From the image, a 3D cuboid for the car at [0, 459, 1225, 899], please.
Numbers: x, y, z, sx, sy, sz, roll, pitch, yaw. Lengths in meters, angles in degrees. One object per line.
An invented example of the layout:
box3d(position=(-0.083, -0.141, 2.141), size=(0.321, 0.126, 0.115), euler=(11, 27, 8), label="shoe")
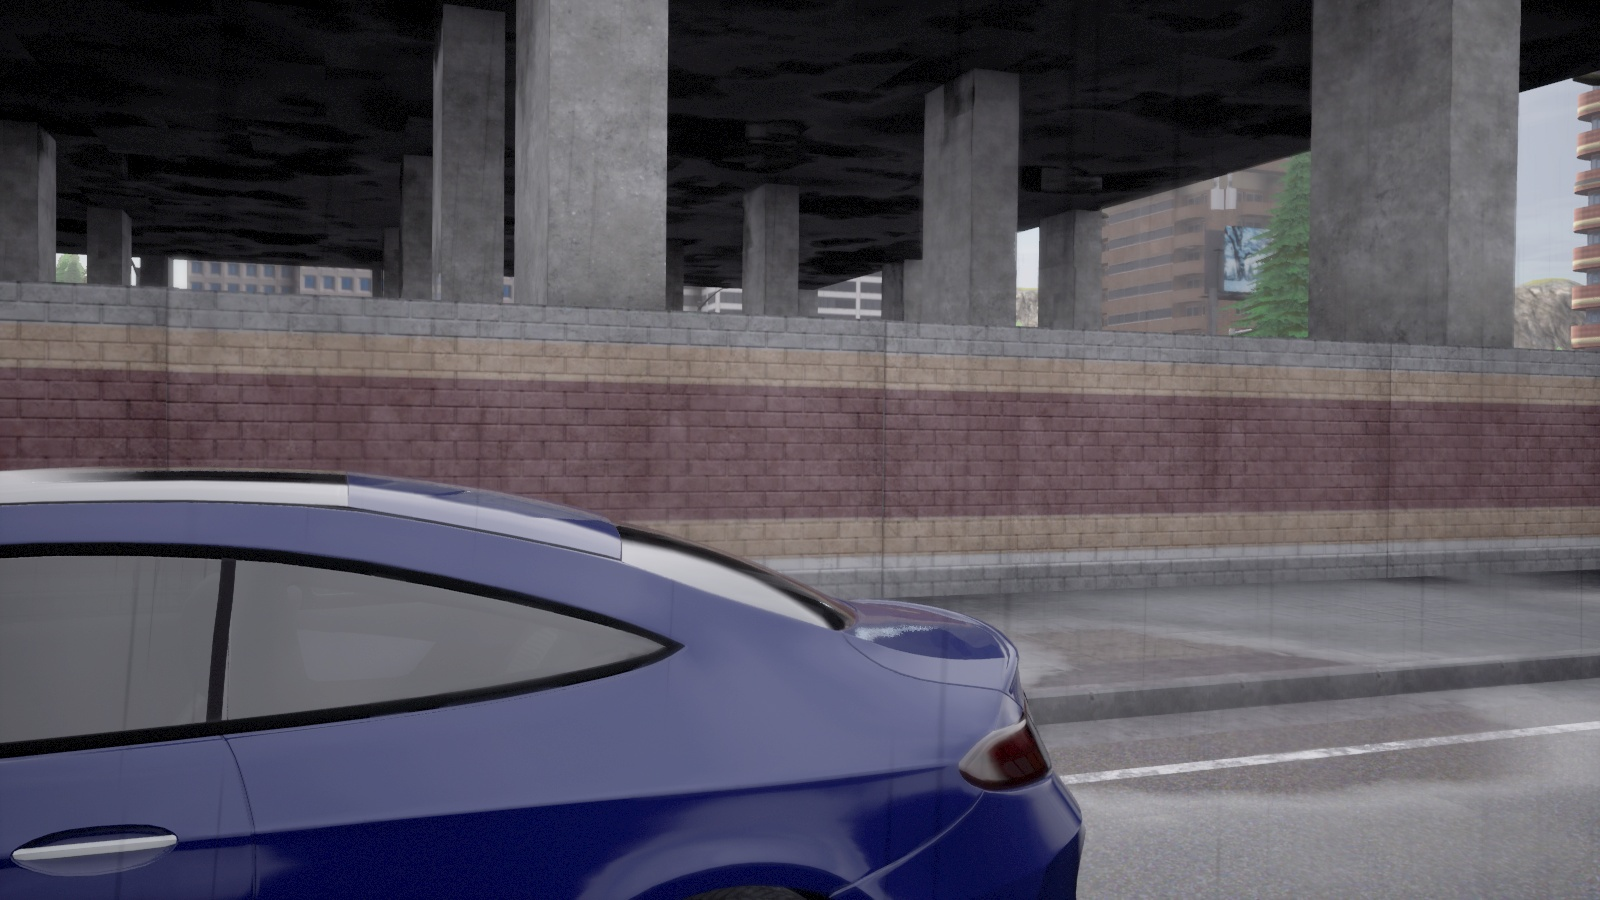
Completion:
box3d(position=(-1.621, 0.799, 2.622), size=(4.674, 1.442, 1.812), euler=(-1, 1, -21), label="car")
